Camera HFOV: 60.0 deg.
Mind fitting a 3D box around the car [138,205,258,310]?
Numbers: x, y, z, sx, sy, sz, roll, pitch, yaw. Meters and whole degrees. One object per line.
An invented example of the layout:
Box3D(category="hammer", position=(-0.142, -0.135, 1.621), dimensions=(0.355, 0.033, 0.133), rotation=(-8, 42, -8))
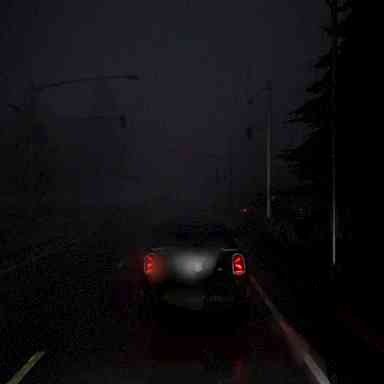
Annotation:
Box3D(category="car", position=(0.070, 1.352, 8.006), dimensions=(2.097, 1.767, 4.553), rotation=(0, 0, 1))

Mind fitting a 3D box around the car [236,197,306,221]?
Box3D(category="car", position=(5.690, 1.339, 23.643), dimensions=(4.553, 1.767, 2.097), rotation=(0, 0, 1))

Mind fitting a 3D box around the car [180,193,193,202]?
Box3D(category="car", position=(-0.860, 1.555, 73.369), dimensions=(1.895, 1.301, 4.718), rotation=(0, 0, -7))

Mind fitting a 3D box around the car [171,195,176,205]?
Box3D(category="car", position=(-4.059, 1.475, 52.754), dimensions=(1.837, 1.490, 4.892), rotation=(0, 0, 0))

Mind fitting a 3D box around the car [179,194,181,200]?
Box3D(category="car", position=(-2.137, 1.157, 83.504), dimensions=(2.097, 1.767, 4.553), rotation=(0, 0, -13))

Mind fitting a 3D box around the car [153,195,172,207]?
Box3D(category="car", position=(-3.998, 1.496, 43.580), dimensions=(1.812, 1.442, 4.674), rotation=(0, 0, 0))

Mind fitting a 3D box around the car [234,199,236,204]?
Box3D(category="car", position=(8.902, 1.144, 48.722), dimensions=(4.605, 1.855, 1.932), rotation=(0, 0, -1))

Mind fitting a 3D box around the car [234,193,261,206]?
Box3D(category="car", position=(8.490, 1.146, 51.233), dimensions=(3.866, 1.878, 1.905), rotation=(0, 0, -1))
